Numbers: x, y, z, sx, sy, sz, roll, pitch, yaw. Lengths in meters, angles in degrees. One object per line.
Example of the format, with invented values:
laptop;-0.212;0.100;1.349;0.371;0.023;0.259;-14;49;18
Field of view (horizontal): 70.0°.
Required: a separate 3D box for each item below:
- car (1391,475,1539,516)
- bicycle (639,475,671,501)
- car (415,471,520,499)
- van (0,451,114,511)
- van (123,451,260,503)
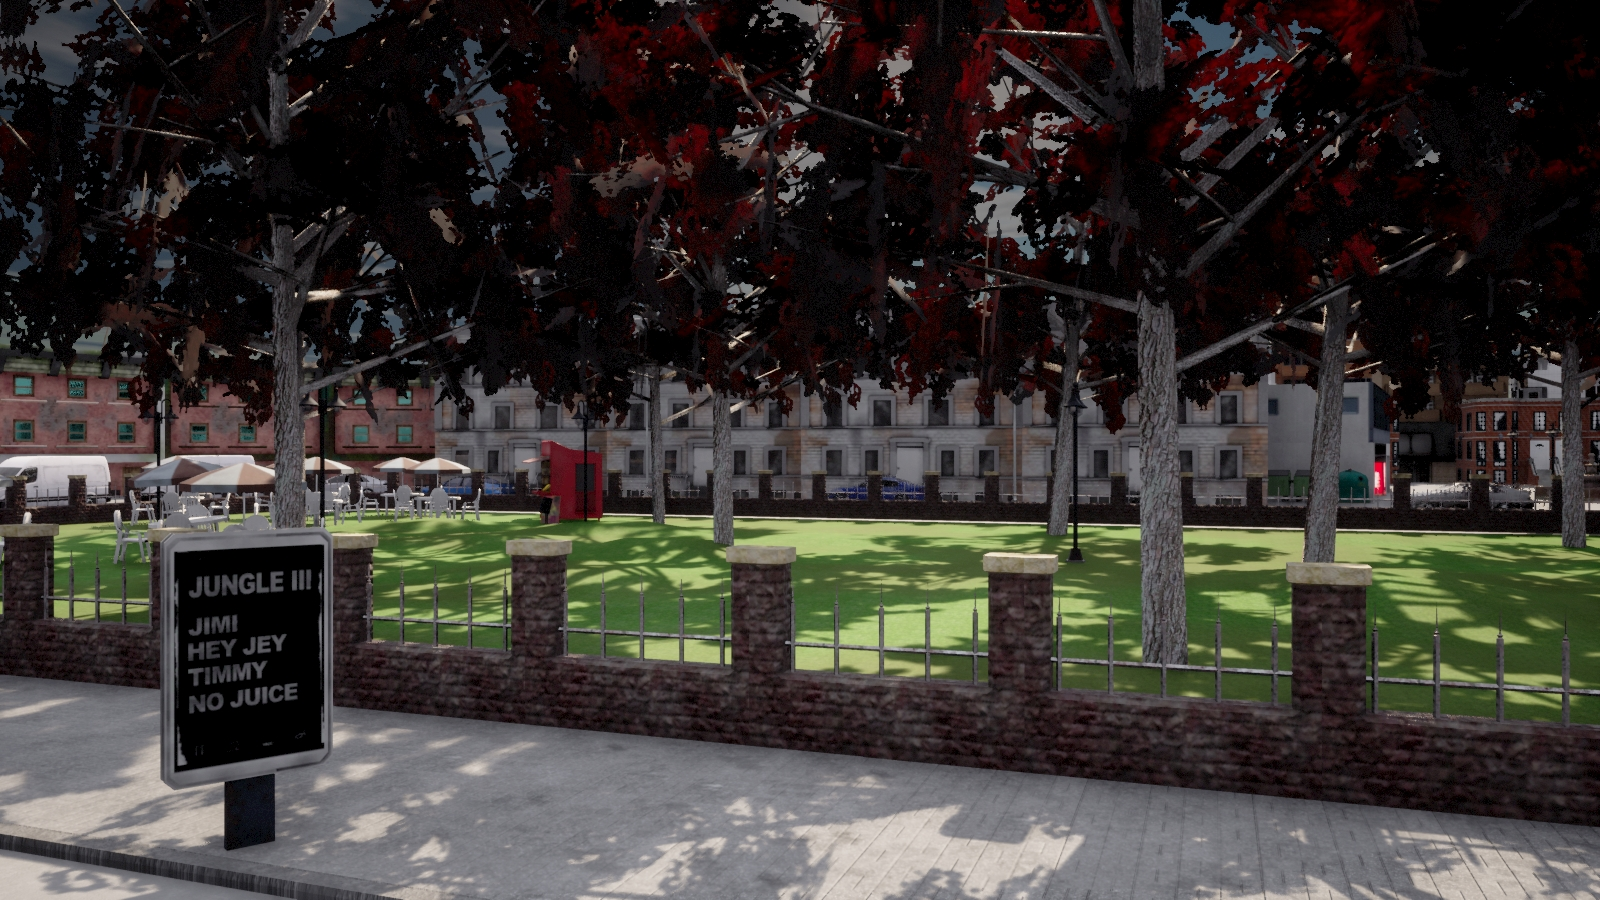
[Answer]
car;26.946;1.824;46.476;4.902;1.511;2.128;0;0;20
bicycle;-7.478;1.947;58.955;1.643;1.296;0.373;0;0;20
car;-18.262;1.902;62.828;5.357;1.411;2.033;0;0;19
van;-34.456;1.334;51.696;1.988;2.561;5.915;0;0;21
van;-31.314;1.336;58.944;1.988;2.561;5.915;0;0;41
